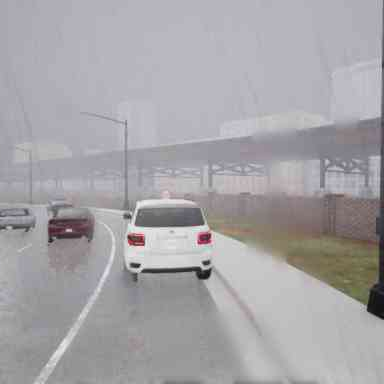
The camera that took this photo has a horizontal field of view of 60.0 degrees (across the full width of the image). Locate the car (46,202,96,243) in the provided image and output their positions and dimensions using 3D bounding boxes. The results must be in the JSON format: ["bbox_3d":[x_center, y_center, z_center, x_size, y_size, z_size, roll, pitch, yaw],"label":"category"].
[{"bbox_3d":[-5.852,1.494,16.489,1.882,1.535,5.008,0,0,-15],"label":"car"}]

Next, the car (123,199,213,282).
[{"bbox_3d":[-0.868,1.218,10.004,2.150,2.045,5.566,0,0,-9],"label":"car"}]

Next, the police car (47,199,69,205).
[{"bbox_3d":[-12.802,1.482,32.067,1.930,1.638,5.238,0,0,-31],"label":"police car"}]

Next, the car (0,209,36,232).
[{"bbox_3d":[-10.639,1.646,20.129,1.895,1.301,4.718,0,0,-20],"label":"car"}]
